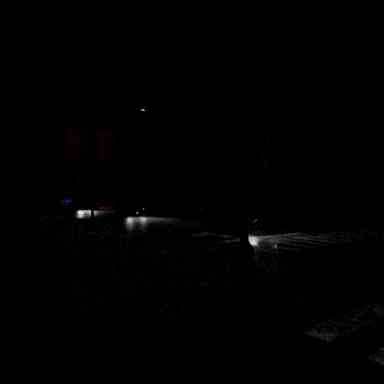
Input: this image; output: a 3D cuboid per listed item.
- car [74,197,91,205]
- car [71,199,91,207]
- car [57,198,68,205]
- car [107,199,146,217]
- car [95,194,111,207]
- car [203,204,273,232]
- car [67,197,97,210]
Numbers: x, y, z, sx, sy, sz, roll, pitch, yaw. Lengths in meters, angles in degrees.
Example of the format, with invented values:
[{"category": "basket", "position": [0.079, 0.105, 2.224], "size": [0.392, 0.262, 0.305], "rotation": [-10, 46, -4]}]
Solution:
[{"category": "car", "position": [-21.798, 1.752, 66.151], "size": [1.837, 1.490, 4.892], "rotation": [0, 0, -36]}, {"category": "car", "position": [-18.930, 1.813, 56.570], "size": [1.895, 1.301, 4.718], "rotation": [0, 0, -36]}, {"category": "car", "position": [-25.068, 1.812, 65.134], "size": [1.994, 1.385, 4.181], "rotation": [0, 0, -36]}, {"category": "car", "position": [-6.459, 1.710, 33.239], "size": [1.895, 1.301, 4.718], "rotation": [0, 0, -36]}, {"category": "car", "position": [-15.847, 1.436, 57.840], "size": [2.150, 2.045, 5.566], "rotation": [0, 0, -35]}, {"category": "car", "position": [2.692, 1.525, 20.465], "size": [1.882, 1.535, 5.008], "rotation": [0, 0, -36]}, {"category": "car", "position": [-14.971, 1.765, 45.190], "size": [1.895, 1.301, 4.718], "rotation": [0, 0, -35]}]
